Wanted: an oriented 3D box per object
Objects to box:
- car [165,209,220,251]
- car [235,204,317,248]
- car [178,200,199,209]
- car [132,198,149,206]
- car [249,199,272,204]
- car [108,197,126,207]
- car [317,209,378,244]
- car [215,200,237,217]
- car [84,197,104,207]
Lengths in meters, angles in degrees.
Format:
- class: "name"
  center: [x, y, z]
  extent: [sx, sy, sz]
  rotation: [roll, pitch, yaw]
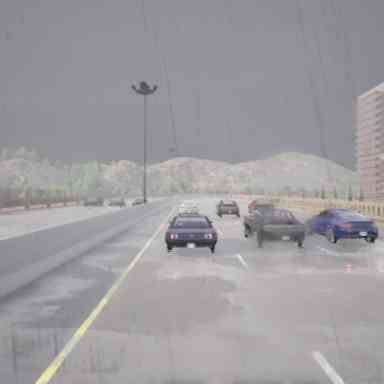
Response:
- class: "car"
  center: [-0.052, 1.598, 13.957]
  extent: [1.895, 1.301, 4.718]
  rotation: [0, 0, -1]
- class: "car"
  center: [3.436, 1.486, 14.714]
  extent: [2.128, 1.511, 4.902]
  rotation: [0, 0, -1]
- class: "car"
  center: [-0.300, 1.518, 31.851]
  extent: [1.812, 1.442, 4.674]
  rotation: [0, 0, -1]
- class: "car"
  center: [-7.695, 1.558, 50.069]
  extent: [1.994, 1.385, 4.181]
  rotation: [0, 0, 0]
- class: "car"
  center: [6.707, 1.466, 32.429]
  extent: [1.882, 1.535, 5.008]
  rotation: [0, 0, -1]
- class: "car"
  center: [-11.193, 1.521, 49.897]
  extent: [1.812, 1.442, 4.674]
  rotation: [0, 0, 0]
- class: "car"
  center: [6.924, 1.518, 15.789]
  extent: [1.812, 1.442, 4.674]
  rotation: [0, 0, -1]
- class: "car"
  center: [3.227, 1.482, 30.846]
  extent: [2.128, 1.511, 4.902]
  rotation: [0, 0, -1]
- class: "car"
  center: [-14.691, 1.475, 49.838]
  extent: [1.882, 1.535, 5.008]
  rotation: [0, 0, 0]
